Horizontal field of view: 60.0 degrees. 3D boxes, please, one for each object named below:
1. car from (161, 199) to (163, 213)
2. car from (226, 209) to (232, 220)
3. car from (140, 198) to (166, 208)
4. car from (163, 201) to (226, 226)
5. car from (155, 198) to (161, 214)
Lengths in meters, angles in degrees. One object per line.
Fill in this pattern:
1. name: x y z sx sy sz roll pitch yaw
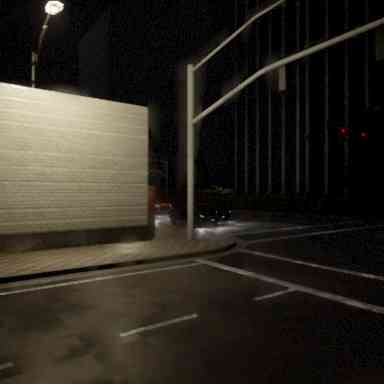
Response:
1. car: -3.983 1.433 35.837 2.097 1.767 4.553 0 0 -35
2. car: 1.263 1.682 28.489 1.895 1.301 4.718 0 0 -36
3. car: -6.073 1.693 51.059 1.895 1.301 4.718 0 0 -36
4. car: 0.054 1.602 24.166 1.812 1.442 4.674 0 0 -36
5. car: -5.530 1.298 31.974 2.150 2.045 5.566 0 0 -36
